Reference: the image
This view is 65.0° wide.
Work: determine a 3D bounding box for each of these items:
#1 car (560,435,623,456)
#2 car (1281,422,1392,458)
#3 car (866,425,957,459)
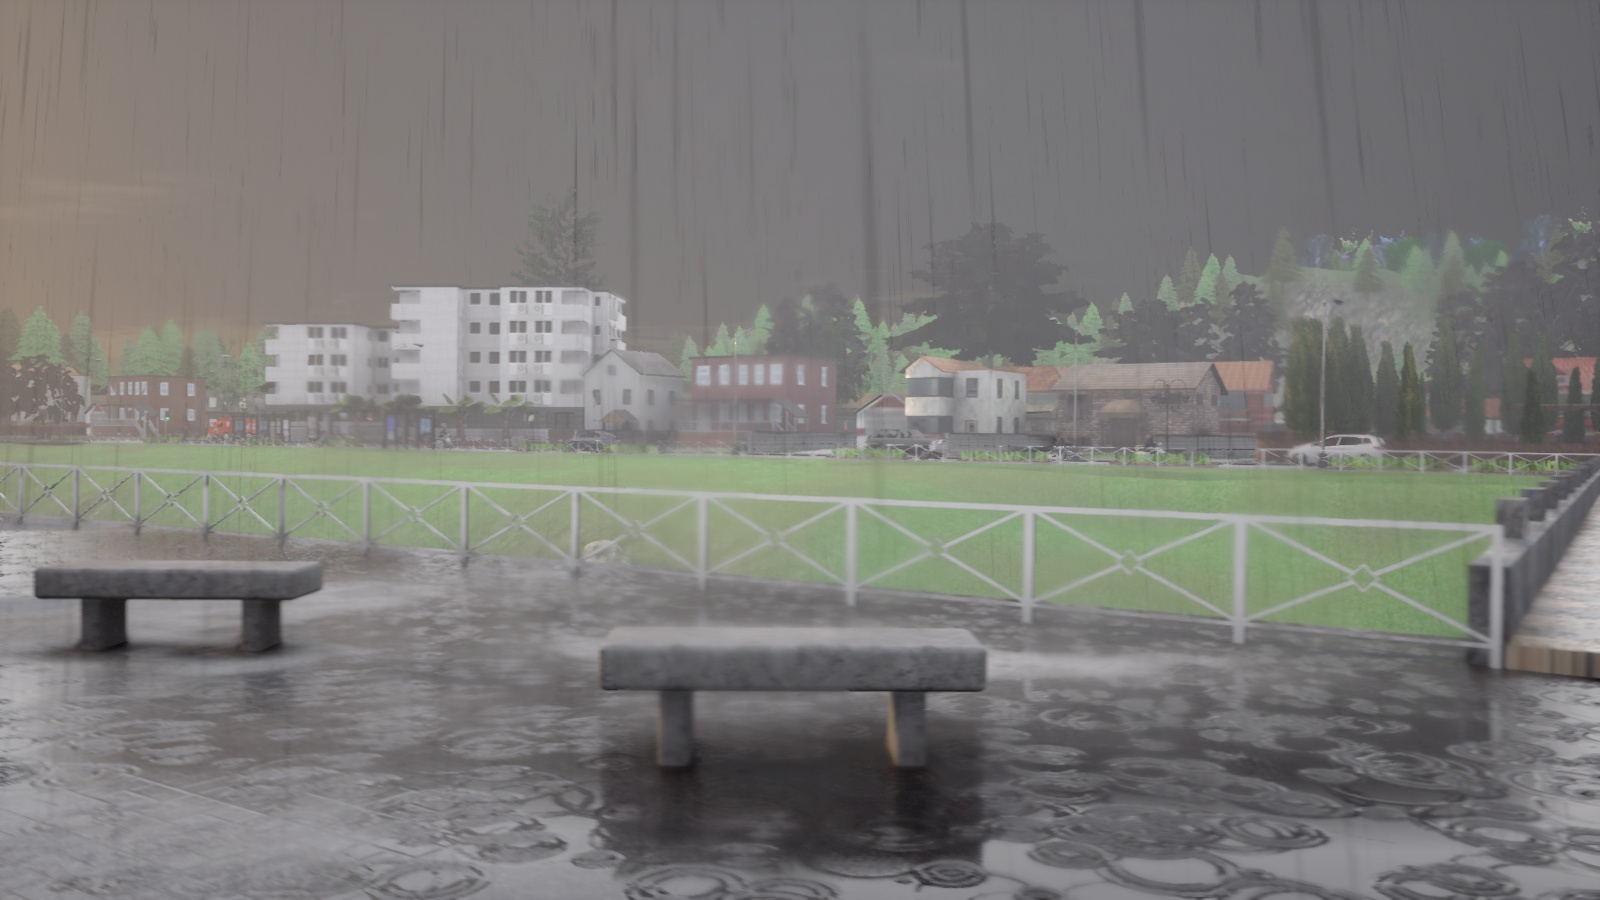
[{"bbox_3d":[-14.620,-0.323,87.997,4.193,1.474,1.816,0,1,34],"label":"car"},{"bbox_3d":[26.049,-0.492,60.963,4.611,1.667,2.242,0,1,34],"label":"car"},{"bbox_3d":[6.156,-0.455,69.382,4.605,1.855,1.932,0,1,34],"label":"car"}]
